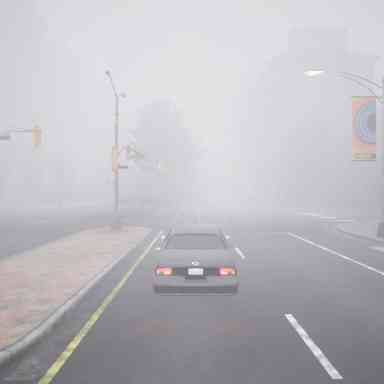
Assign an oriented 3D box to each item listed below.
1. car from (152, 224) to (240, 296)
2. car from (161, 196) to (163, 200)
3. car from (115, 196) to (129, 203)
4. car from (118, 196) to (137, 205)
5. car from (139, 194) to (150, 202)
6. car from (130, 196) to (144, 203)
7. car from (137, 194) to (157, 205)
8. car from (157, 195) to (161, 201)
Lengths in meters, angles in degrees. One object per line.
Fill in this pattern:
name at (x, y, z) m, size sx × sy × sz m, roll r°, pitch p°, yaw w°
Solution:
car at (0.087, 1.547, 8.782) m, size 2.033 × 1.411 × 5.357 m, roll 0°, pitch 0°, yaw 0°
car at (-7.882, 1.497, 77.791) m, size 1.837 × 1.490 × 4.892 m, roll 0°, pitch 0°, yaw 0°
car at (-14.644, 1.592, 69.433) m, size 1.895 × 1.301 × 4.718 m, roll 0°, pitch 0°, yaw 0°
car at (-11.478, 1.489, 59.629) m, size 2.128 × 1.511 × 4.902 m, roll 0°, pitch 0°, yaw 0°
car at (-11.379, 1.353, 79.562) m, size 2.097 × 1.767 × 4.553 m, roll 0°, pitch 0°, yaw 0°
car at (-11.395, 1.523, 69.551) m, size 2.128 × 1.511 × 4.902 m, roll 0°, pitch 0°, yaw 0°
car at (-7.983, 1.562, 58.944) m, size 1.994 × 1.385 × 4.181 m, roll 0°, pitch 0°, yaw 1°
car at (-7.916, 1.523, 67.462) m, size 1.812 × 1.442 × 4.674 m, roll 0°, pitch 0°, yaw 1°
